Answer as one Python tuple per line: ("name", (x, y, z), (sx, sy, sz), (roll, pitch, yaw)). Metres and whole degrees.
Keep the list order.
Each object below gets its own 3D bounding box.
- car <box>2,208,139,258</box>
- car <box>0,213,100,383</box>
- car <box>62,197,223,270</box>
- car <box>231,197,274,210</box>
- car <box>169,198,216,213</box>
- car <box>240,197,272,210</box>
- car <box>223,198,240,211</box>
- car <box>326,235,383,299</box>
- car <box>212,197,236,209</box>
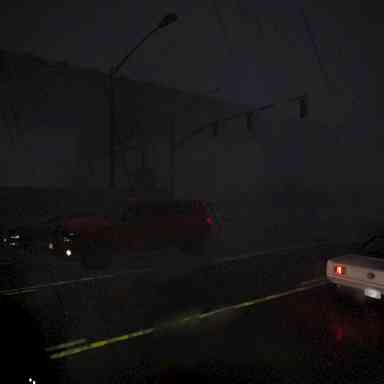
("car", (-4.784, 1.505, 13.477), (4.892, 1.490, 1.837), (0, 0, -36))
("car", (-3.463, 1.221, 1.280), (5.566, 2.045, 2.150), (0, 0, -35))
("car", (-1.842, 1.221, 11.276), (5.566, 2.045, 2.150), (0, 0, -36))
("car", (7.762, 1.453, 42.863), (4.974, 1.542, 2.038), (0, 0, -7))
("car", (0.107, 1.453, 36.418), (4.974, 1.542, 2.038), (0, 0, 8))
("car", (7.710, 1.295, 42.856), (4.536, 1.218, 1.853), (0, 0, -7))
("car", (3.852, 1.453, 39.103), (2.038, 1.542, 4.974), (0, 0, 18))
("car", (5.180, 1.601, 7.470), (4.718, 1.301, 1.895), (0, 0, -35))
("car", (3.868, 1.295, 39.152), (1.853, 1.218, 4.536), (0, 0, 18))
